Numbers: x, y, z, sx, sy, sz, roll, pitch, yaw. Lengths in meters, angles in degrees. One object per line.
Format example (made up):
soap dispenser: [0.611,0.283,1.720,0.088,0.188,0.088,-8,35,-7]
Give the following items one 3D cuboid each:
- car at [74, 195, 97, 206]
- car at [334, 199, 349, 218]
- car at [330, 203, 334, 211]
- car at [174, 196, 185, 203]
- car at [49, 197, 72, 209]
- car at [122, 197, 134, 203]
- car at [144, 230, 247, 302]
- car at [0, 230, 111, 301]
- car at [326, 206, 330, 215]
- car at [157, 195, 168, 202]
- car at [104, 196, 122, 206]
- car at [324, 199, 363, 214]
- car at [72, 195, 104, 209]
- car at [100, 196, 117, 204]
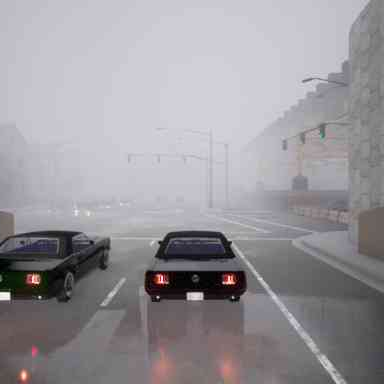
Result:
car: [-17.131,1.352,53.705,2.097,1.767,4.553,0,0,2]
car: [13.973,1.295,26.113,1.853,1.218,4.536,0,0,-35]
car: [13.943,1.453,26.156,2.038,1.542,4.974,0,0,-35]
car: [-2.643,1.564,69.309,1.994,1.385,4.181,0,0,1]
car: [-17.370,1.491,44.504,2.128,1.511,4.902,0,0,2]
car: [-13.200,1.601,67.413,1.895,1.301,4.718,0,0,2]
car: [0.077,1.601,8.238,1.895,1.301,4.718,0,0,0]
car: [-3.423,1.601,8.247,1.895,1.301,4.718,0,0,0]
car: [14.050,1.453,30.763,4.974,1.542,2.038,0,0,-45]
car: [-6.142,1.367,69.397,1.994,1.385,4.181,0,0,1]
car: [-13.607,1.547,54.530,2.033,1.411,5.357,0,0,2]
car: [14.086,1.295,30.799,4.536,1.218,1.853,0,0,-45]
car: [-13.864,1.478,44.707,1.882,1.535,5.008,0,0,2]
car: [-16.718,1.548,66.751,2.033,1.411,5.357,0,0,2]
